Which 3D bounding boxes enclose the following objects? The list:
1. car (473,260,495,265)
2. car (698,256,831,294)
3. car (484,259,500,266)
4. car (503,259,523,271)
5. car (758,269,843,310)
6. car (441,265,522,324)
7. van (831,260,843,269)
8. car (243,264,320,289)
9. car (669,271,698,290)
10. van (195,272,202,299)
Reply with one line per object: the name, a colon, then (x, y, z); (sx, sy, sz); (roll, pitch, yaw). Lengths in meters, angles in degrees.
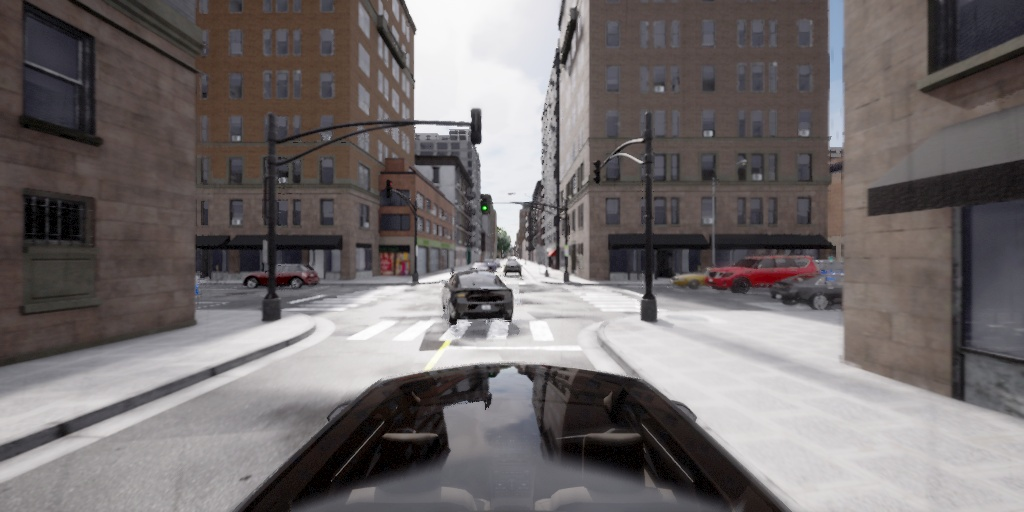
car: (-3.081, 1.363, 35.046); (2.033, 1.411, 5.357); (0, 0, 0)
car: (13.787, 1.006, 19.836); (5.566, 2.045, 2.150); (0, 0, 1)
car: (-3.063, 1.188, 46.288); (2.097, 1.767, 4.553); (0, -1, 0)
car: (0.117, 1.326, 38.962); (1.837, 1.490, 4.892); (0, 0, 0)
car: (12.528, 1.332, 13.890); (4.403, 1.370, 2.007); (0, 0, 1)
car: (-1.330, 1.250, 12.267); (1.882, 1.535, 5.008); (0, 0, -15)
van: (18.271, 1.127, 22.354); (3.998, 1.789, 1.690); (0, 0, 1)
car: (-14.592, 1.220, 22.710); (4.097, 1.591, 1.967); (0, 0, 1)
car: (12.432, 1.310, 22.417); (4.829, 1.417, 1.751); (0, 0, 1)
van: (-14.667, 1.118, 14.185); (3.998, 1.789, 1.690); (0, 0, 1)
